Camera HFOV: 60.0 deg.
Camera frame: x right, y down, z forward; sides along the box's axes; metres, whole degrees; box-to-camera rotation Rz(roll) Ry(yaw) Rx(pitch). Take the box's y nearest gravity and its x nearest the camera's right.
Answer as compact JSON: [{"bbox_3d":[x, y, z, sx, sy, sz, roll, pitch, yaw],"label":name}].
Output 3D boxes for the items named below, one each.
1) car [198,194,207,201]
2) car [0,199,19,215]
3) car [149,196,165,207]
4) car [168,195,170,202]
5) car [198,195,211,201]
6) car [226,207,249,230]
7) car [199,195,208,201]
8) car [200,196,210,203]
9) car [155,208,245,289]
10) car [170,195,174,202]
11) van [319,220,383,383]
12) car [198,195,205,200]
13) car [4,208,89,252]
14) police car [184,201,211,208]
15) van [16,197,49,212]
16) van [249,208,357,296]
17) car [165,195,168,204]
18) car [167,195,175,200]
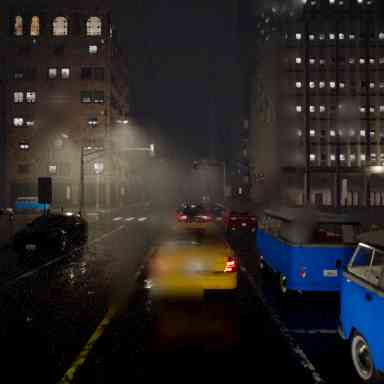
[{"bbox_3d":[2.710,1.393,85.841,1.967,1.590,4.097,1,0,0],"label":"car"},{"bbox_3d":[-19.840,1.620,32.423,4.403,1.369,2.008,0,0,1],"label":"car"},{"bbox_3d":[-5.676,1.572,51.933,1.802,1.307,4.206,1,0,0],"label":"car"},{"bbox_3d":[-5.674,1.560,63.237,1.802,1.307,4.206,1,0,0],"label":"car"},{"bbox_3d":[2.706,1.529,63.235,2.008,1.369,4.403,1,0,0],"label":"car"},{"bbox_3d":[2.702,1.545,19.488,1.887,1.381,4.507,1,0,0],"label":"car"},{"bbox_3d":[2.708,1.510,80.189,2.008,1.369,4.403,1,0,0],"label":"car"},{"bbox_3d":[2.707,1.517,68.886,1.887,1.381,4.507,1,0,0],"label":"car"},{"bbox_3d":[0.098,1.458,9.095,1.801,1.575,5.366,0,0,0],"label":"car"},{"bbox_3d":[-5.673,1.517,74.539,2.008,1.369,4.403,1,0,0],"label":"car"},{"bbox_3d":[2.704,1.342,2.758,1.690,1.788,3.998,1,0,0],"label":"van"},{"bbox_3d":[2.709,1.472,91.663,1.752,1.417,4.829,1,0,0],"label":"car"},{"bbox_3d":[-5.679,1.567,13.918,1.947,1.339,4.313,1,0,0],"label":"car"},{"bbox_3d":[0.106,1.505,19.415,2.038,1.542,4.974,0,0,0],"label":"police car"},{"bbox_3d":[-19.732,1.525,40.804,3.998,1.788,1.690,0,0,1],"label":"van"},{"bbox_3d":[2.704,1.343,8.335,1.690,1.788,3.998,1,0,0],"label":"van"},{"bbox_3d":[-5.673,1.425,57.586,1.967,1.590,4.097,1,0,0],"label":"car"},{"bbox_3d":[-5.671,1.472,91.325,1.752,1.417,4.829,1,0,0],"label":"car"}]
